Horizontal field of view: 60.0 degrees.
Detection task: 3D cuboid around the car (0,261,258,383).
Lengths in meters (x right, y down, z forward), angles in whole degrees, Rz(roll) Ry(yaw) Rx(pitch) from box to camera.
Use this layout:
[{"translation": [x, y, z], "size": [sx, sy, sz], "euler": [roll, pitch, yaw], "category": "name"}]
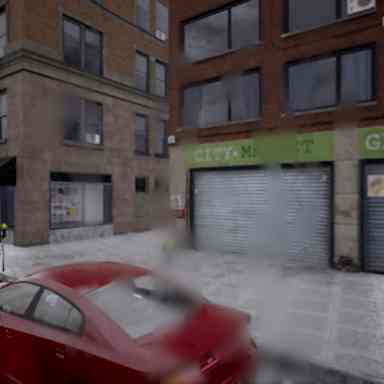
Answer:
[{"translation": [-1.443, 1.553, 4.109], "size": [4.507, 1.381, 1.887], "euler": [0, 0, 36], "category": "car"}]
